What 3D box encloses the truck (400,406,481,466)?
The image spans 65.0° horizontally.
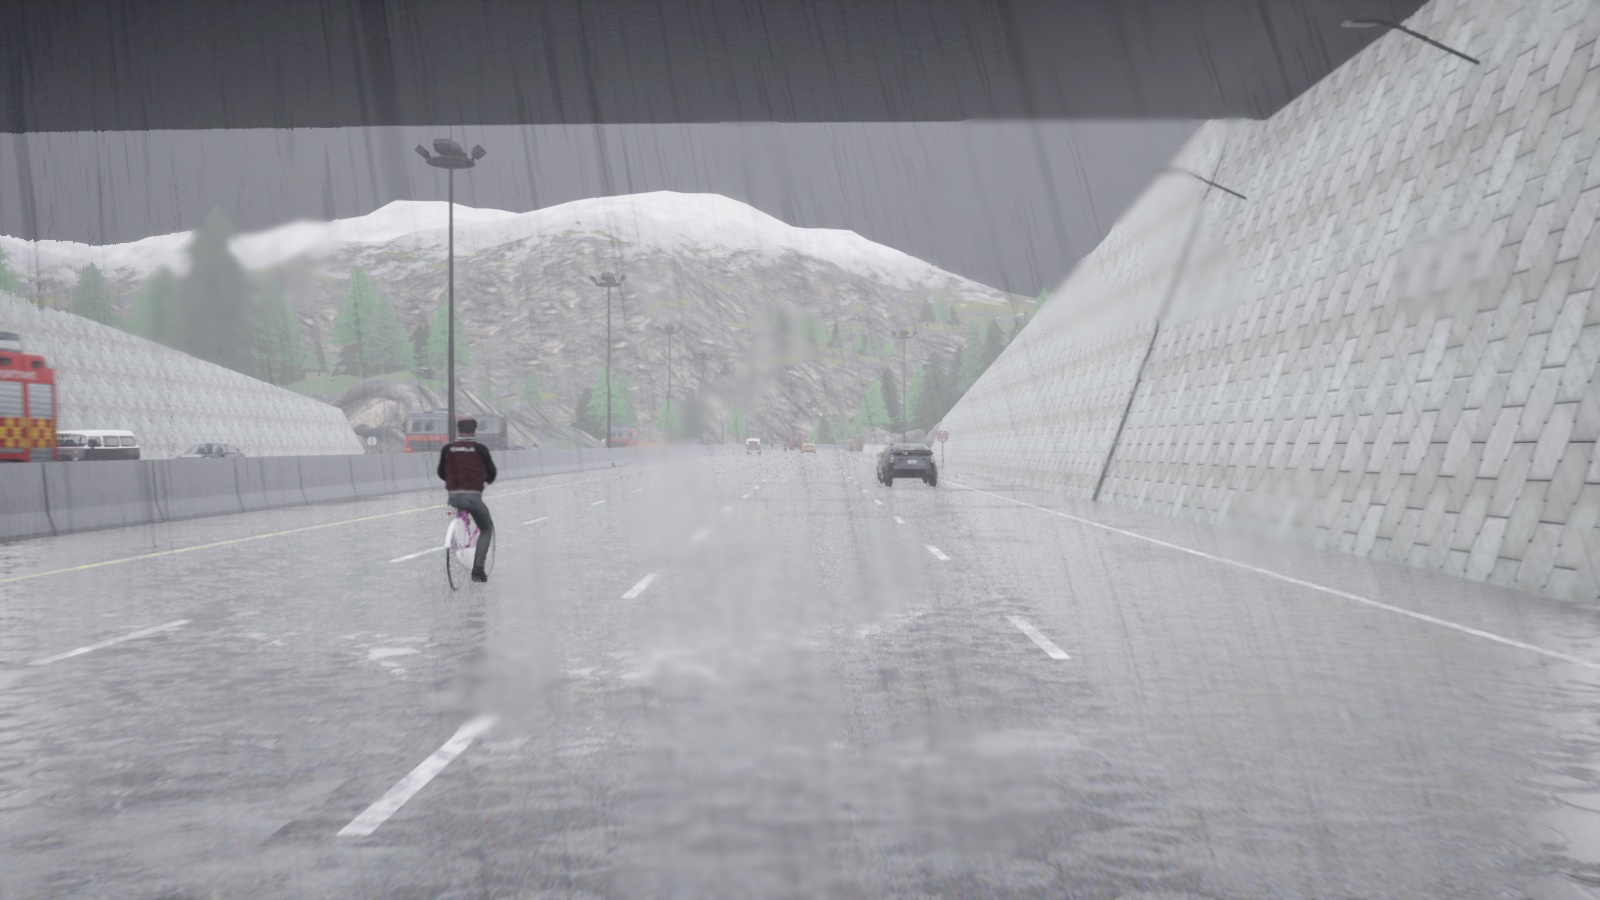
[{"bbox_3d":[-23.926,-0.911,84.016,2.891,3.827,8.468,0,0,0],"label":"truck"}]

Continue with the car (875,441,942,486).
[{"bbox_3d":[3.806,0.444,44.751,2.007,1.525,4.514,0,0,0],"label":"car"}]

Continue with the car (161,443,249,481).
[{"bbox_3d":[-24.151,0.453,51.144,1.845,1.501,3.633,0,0,0],"label":"car"}]

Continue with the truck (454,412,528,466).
[{"bbox_3d":[-20.429,-0.723,83.539,2.891,3.462,7.936,0,0,0],"label":"truck"}]

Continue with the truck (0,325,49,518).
[{"bbox_3d":[-17.346,-0.558,22.322,2.891,3.827,8.468,0,0,0],"label":"truck"}]

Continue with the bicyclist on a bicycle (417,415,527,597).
[{"bbox_3d":[-3.408,0.540,13.186,0.659,1.776,1.843,0,0,0],"label":"bicyclist on a bicycle"}]

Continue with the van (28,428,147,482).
[{"bbox_3d":[-27.666,0.172,48.944,2.069,2.038,4.480,0,0,0],"label":"van"}]
